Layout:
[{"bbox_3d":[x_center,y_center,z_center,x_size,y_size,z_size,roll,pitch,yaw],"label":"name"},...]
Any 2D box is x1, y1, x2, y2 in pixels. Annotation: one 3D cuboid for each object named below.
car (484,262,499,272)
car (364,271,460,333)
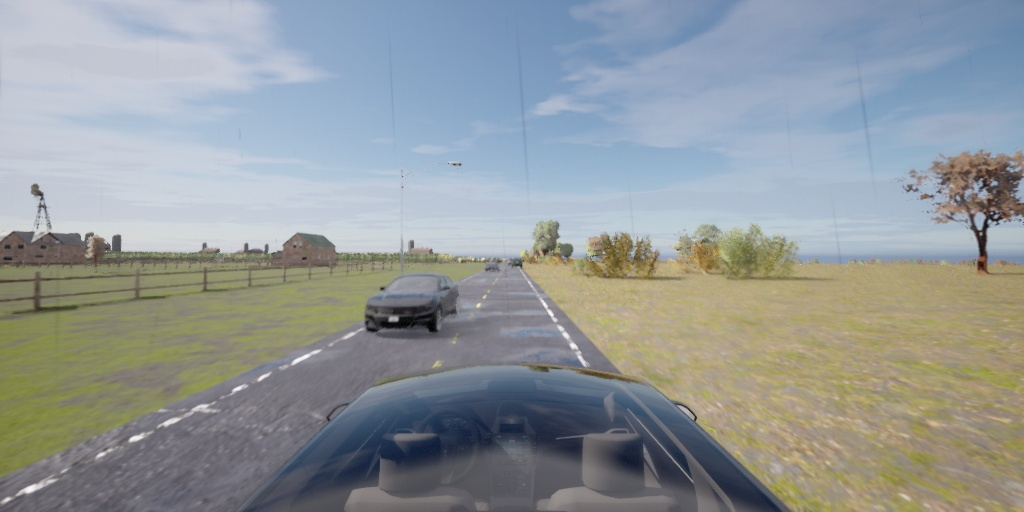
[{"bbox_3d":[-2.820,1.546,51.367,1.994,1.385,4.181,0,0,0],"label":"car"},{"bbox_3d":[-2.837,1.260,11.120,1.882,1.535,5.008,0,0,0],"label":"car"}]
